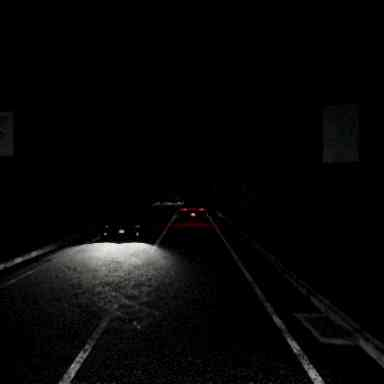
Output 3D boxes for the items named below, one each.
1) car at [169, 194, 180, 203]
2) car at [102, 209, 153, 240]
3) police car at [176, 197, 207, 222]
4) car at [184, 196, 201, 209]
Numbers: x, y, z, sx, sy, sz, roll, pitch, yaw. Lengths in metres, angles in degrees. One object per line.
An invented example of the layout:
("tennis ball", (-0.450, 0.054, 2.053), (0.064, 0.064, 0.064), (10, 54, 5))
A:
("car", (-3.080, 1.146, 59.592), (1.882, 1.535, 5.008), (0, 1, 1))
("car", (-3.111, 1.533, 16.633), (1.994, 1.385, 4.181), (0, 0, 0))
("police car", (0.084, 1.419, 25.801), (2.038, 1.542, 4.974), (0, 0, 0))
("car", (0.073, 1.338, 42.840), (2.033, 1.411, 5.357), (0, 0, 0))
